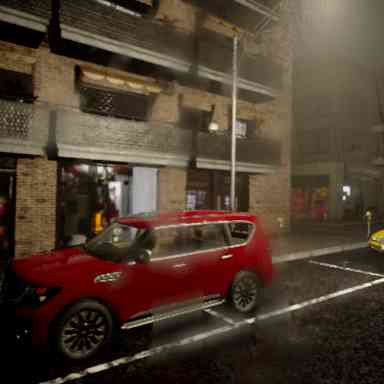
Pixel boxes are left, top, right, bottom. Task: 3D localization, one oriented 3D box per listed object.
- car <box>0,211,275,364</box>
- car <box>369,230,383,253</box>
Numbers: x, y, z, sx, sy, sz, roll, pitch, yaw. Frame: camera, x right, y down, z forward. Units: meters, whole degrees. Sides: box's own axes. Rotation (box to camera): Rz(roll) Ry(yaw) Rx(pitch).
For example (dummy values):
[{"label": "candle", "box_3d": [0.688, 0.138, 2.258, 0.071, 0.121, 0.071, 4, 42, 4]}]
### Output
[{"label": "car", "box_3d": [-0.647, 1.323, 6.064, 5.009, 1.841, 2.192, 0, 1, -35]}, {"label": "car", "box_3d": [8.504, 1.561, 12.565, 4.829, 1.417, 1.752, 0, 1, -35]}]
